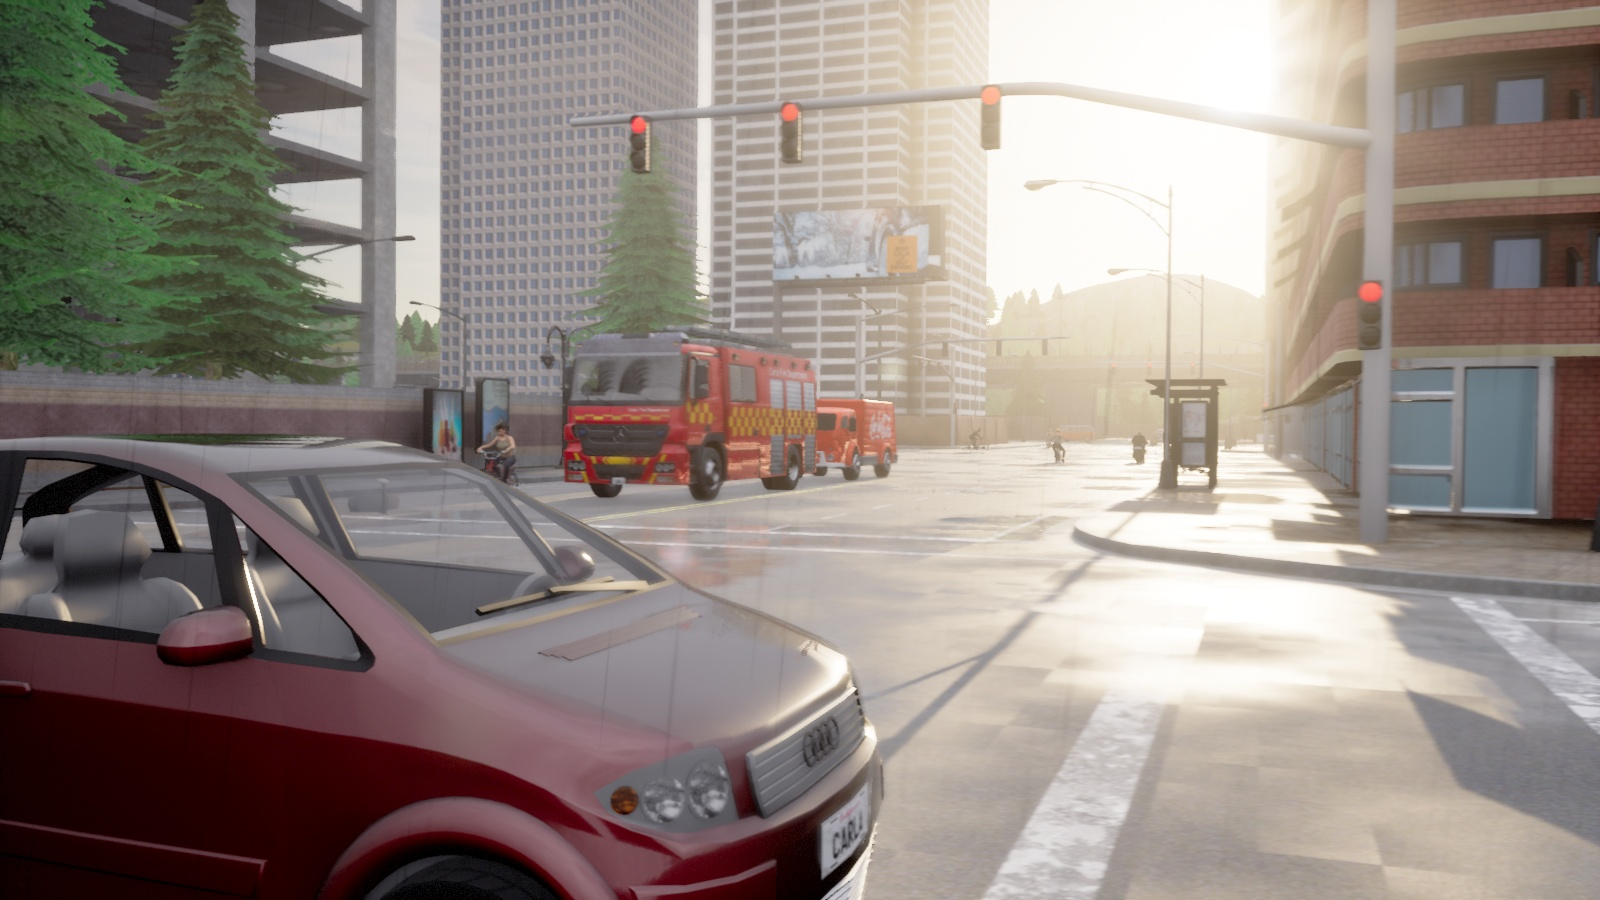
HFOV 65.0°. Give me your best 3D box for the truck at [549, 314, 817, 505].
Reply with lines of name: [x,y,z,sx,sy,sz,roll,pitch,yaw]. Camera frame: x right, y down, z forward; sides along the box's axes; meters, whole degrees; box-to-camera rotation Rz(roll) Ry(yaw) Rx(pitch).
truck: [-2.395,-0.890,29.650,2.891,3.827,8.468,1,1,20]

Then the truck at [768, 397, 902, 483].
truck: [1.197,-0.340,39.419,2.627,2.467,5.204,1,1,20]

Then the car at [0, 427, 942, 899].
car: [-1.606,0.722,3.753,3.705,1.549,1.789,1,1,20]

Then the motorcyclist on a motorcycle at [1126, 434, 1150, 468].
motorcyclist on a motorcycle: [16.023,0.033,59.438,0.866,1.530,2.191,1,1,20]

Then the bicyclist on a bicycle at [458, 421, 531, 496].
bicyclist on a bicycle: [-6.783,0.178,27.916,0.866,1.612,1.509,1,1,21]
